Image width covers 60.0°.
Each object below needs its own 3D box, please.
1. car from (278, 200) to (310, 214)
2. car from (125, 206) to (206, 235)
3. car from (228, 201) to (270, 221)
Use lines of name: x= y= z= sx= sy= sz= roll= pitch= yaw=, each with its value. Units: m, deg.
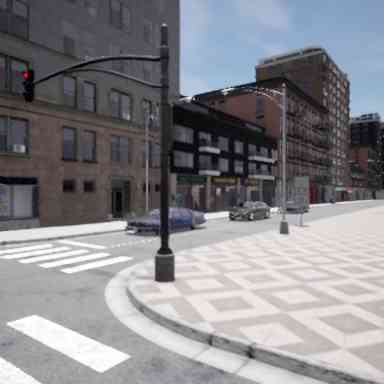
car: x=11.044 y=1.544 z=35.737 sx=2.033 sy=1.411 sz=5.357 roll=0 pitch=0 yaw=36
car: x=-1.295 y=1.529 z=19.003 sx=2.033 sy=1.411 sz=5.357 roll=0 pitch=0 yaw=36
car: x=4.742 y=1.492 z=27.194 sx=1.837 sy=1.490 sz=4.892 roll=0 pitch=0 yaw=37
